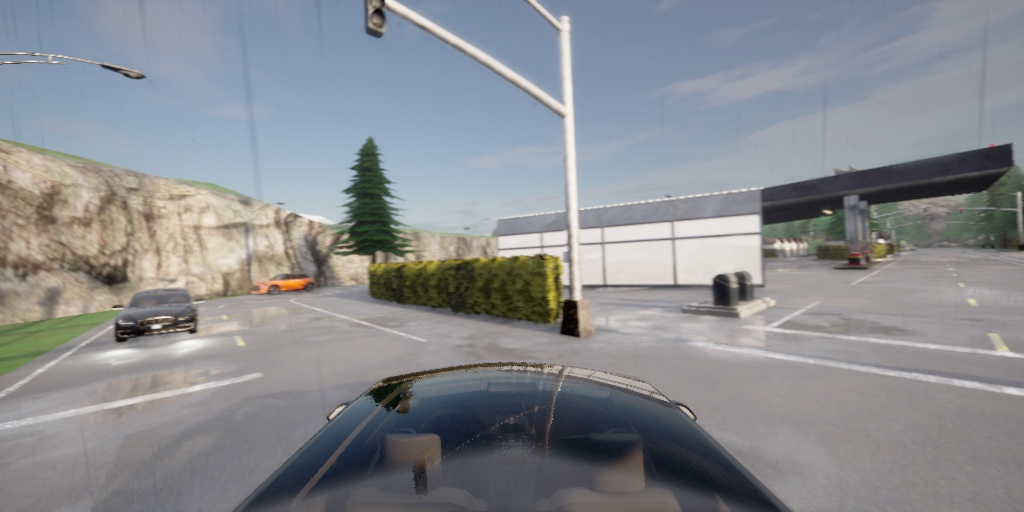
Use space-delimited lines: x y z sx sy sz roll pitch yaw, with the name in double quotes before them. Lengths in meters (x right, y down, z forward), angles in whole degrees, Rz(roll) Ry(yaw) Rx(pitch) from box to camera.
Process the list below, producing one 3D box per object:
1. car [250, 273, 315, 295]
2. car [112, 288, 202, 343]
"car" -19.206 2.272 30.147 2.097 1.767 4.553 -3 -1 26
"car" -12.140 1.903 12.469 1.837 1.490 4.892 -2 0 -41
